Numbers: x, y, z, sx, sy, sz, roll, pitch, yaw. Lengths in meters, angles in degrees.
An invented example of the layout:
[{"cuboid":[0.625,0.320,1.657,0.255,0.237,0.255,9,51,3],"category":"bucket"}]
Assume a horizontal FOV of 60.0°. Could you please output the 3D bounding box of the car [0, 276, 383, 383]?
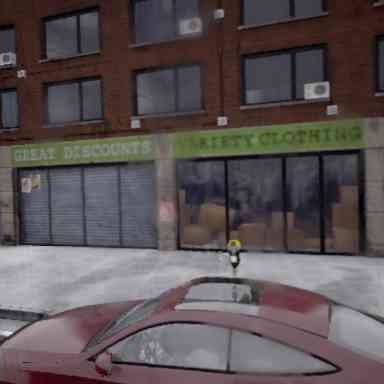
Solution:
[{"cuboid":[0.077,1.504,3.047,4.206,1.307,1.802,-1,1,17],"category":"car"}]
